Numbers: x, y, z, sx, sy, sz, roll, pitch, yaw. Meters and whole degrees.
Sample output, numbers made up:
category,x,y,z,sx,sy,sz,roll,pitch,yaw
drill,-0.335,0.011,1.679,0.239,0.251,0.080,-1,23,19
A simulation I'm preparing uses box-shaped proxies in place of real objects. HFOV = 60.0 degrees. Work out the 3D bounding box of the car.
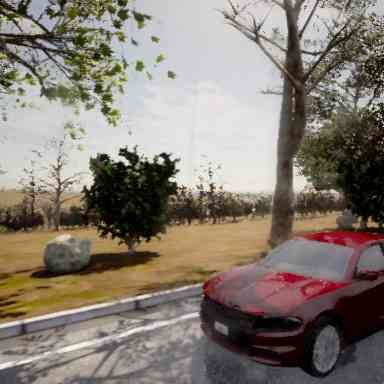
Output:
category,x,y,z,sx,sy,sz,roll,pitch,yaw
car,2.411,1.465,5.709,5.008,1.535,1.882,0,0,-35
